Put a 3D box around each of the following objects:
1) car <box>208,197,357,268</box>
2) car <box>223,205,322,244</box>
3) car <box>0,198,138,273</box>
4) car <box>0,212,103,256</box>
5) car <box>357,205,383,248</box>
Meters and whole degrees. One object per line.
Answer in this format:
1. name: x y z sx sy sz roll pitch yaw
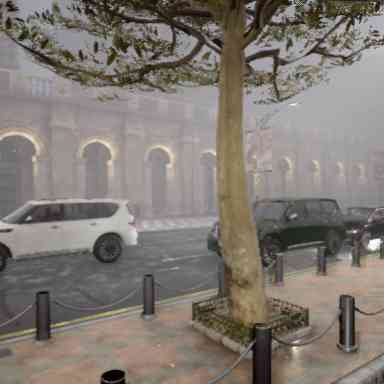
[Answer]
1. car: 3.162 1.219 11.649 5.566 2.045 2.150 0 0 -35
2. car: 4.099 1.487 16.615 4.902 1.511 2.128 0 0 -35
3. car: -4.462 1.222 10.513 5.566 2.045 2.150 0 0 -35
4. car: -6.190 1.594 13.271 4.718 1.301 1.895 0 0 -36
5. car: 7.614 1.408 14.822 4.902 1.511 2.128 -5 3 -35
